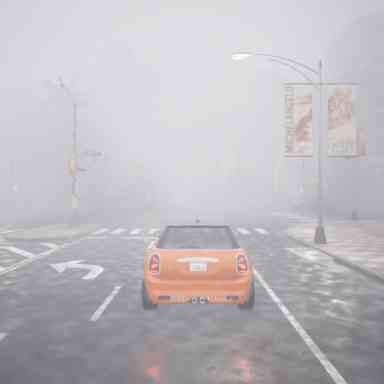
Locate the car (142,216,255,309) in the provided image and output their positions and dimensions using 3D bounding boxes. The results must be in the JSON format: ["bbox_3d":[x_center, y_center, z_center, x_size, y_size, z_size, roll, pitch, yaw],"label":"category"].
[{"bbox_3d":[0.116,1.352,8.019,2.097,1.767,4.553,0,0,0],"label":"car"}]

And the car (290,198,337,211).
[{"bbox_3d":[14.482,1.491,39.887,4.902,1.511,2.128,0,0,1],"label":"car"}]

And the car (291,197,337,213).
[{"bbox_3d":[13.253,1.351,36.402,4.553,1.767,2.097,0,0,1],"label":"car"}]
